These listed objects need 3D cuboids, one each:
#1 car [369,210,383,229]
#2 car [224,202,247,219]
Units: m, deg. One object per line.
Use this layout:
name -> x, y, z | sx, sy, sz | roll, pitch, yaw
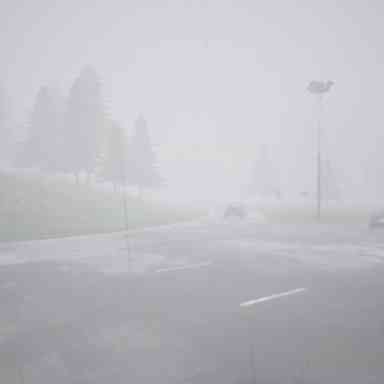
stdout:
car -> 13.562, 1.783, 22.026 | 4.181, 1.385, 1.994 | 1, 0, -36
car -> 4.194, 1.726, 31.725 | 1.812, 1.442, 4.674 | 1, 0, 15
